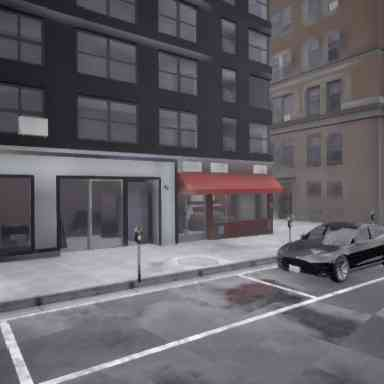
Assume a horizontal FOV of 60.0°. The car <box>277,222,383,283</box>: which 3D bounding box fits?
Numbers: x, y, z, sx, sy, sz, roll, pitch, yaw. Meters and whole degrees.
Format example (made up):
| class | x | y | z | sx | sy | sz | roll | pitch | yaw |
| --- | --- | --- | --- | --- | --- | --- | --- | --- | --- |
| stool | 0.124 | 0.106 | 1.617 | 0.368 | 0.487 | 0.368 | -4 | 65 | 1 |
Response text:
| class | x | y | z | sx | sy | sz | roll | pitch | yaw |
| --- | --- | --- | --- | --- | --- | --- | --- | --- | --- |
| car | 4.353 | 1.563 | 9.646 | 4.313 | 1.339 | 1.947 | 0 | -1 | -35 |
